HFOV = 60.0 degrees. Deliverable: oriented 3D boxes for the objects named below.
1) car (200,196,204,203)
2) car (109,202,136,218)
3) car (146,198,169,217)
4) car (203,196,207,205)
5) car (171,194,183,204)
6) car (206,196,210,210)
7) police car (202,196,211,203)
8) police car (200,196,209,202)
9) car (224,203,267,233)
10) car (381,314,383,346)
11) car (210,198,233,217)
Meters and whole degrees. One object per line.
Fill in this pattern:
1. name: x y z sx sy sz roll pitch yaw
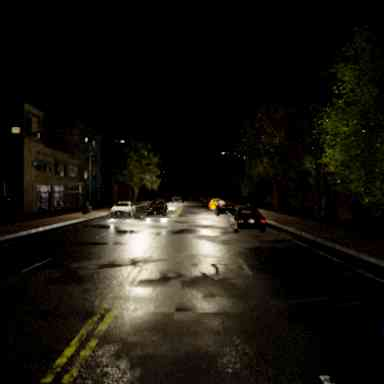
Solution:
1. car: 3.253 1.828 66.032 2.033 1.411 5.357 0 0 0
2. car: -6.589 1.665 32.244 1.812 1.442 4.674 0 0 0
3. car: -3.340 1.645 32.590 1.837 1.490 4.892 0 0 0
4. car: 3.252 1.739 55.032 1.837 1.490 4.892 0 0 0
5. car: -3.248 1.483 72.936 2.150 2.045 5.566 0 0 0
6. car: 3.252 1.666 44.032 1.882 1.535 5.008 0 0 0
7. police car: 3.253 1.753 77.143 1.930 1.638 5.238 0 0 0
8. police car: 3.253 1.879 88.034 2.038 1.542 4.974 0 0 0
9. car: 3.334 1.637 20.500 2.033 1.411 5.357 0 0 2
10. car: 3.351 1.488 2.262 1.882 1.535 5.008 0 0 0
11. car: 3.251 1.634 33.031 2.128 1.511 4.902 0 0 0
